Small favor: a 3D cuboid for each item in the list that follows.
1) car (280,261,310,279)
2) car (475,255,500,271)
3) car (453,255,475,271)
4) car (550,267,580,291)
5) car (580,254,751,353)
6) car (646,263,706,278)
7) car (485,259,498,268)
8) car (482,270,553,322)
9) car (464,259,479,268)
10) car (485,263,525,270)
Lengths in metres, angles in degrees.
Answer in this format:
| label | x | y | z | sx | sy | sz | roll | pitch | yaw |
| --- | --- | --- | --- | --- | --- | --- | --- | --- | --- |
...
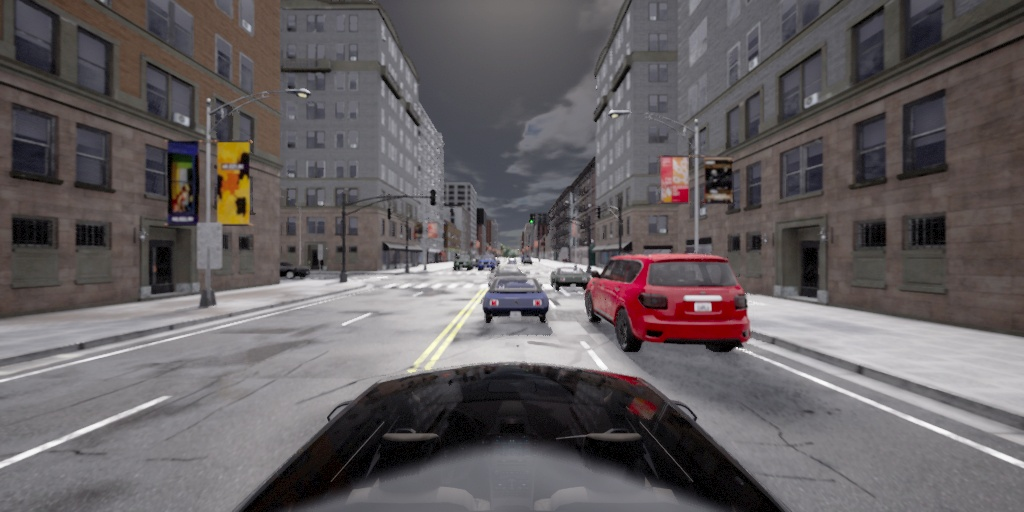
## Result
| label | x | y | z | sx | sy | sz | roll | pitch | yaw |
| --- | --- | --- | --- | --- | --- | --- | --- | --- | --- |
| car | -19.837 | 1.148 | 30.417 | 5.008 | 1.535 | 1.882 | 0 | 0 | 1 |
| car | -3.272 | 0.885 | 48.421 | 2.150 | 2.045 | 5.566 | 0 | 0 | 2 |
| car | -6.548 | 0.885 | 48.711 | 2.150 | 2.045 | 5.566 | 0 | 0 | 0 |
| car | 3.393 | 1.312 | 21.738 | 1.895 | 1.301 | 4.718 | 0 | 0 | 1 |
| car | 3.355 | 0.959 | 8.943 | 2.150 | 2.045 | 5.566 | 0 | 0 | 0 |
| car | 15.088 | 1.340 | 33.195 | 4.718 | 1.301 | 1.895 | 0 | 0 | 0 |
| car | -3.271 | 1.171 | 57.939 | 1.812 | 1.442 | 4.674 | 0 | 0 | 1 |
| car | 0.107 | 1.330 | 12.182 | 1.895 | 1.301 | 4.718 | 0 | 0 | 0 |
| car | -6.524 | 1.209 | 58.118 | 1.994 | 1.385 | 4.181 | 0 | 0 | 0 |
| car | -0.421 | 1.308 | 23.430 | 1.895 | 1.301 | 4.718 | 0 | 0 | -9 |
